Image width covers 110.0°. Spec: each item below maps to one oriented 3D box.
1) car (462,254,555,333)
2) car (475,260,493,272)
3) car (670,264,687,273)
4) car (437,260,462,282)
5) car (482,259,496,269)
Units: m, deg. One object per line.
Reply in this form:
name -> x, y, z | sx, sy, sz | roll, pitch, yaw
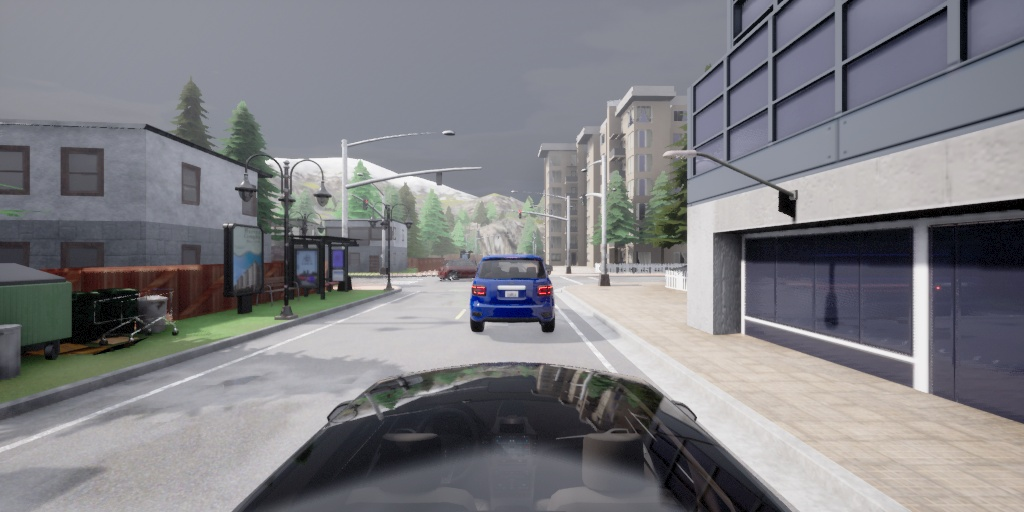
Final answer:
car -> 0.050, 0.971, 10.939 | 2.150, 2.045, 5.566 | 0, 0, 1
car -> -3.599, 1.297, 47.279 | 2.033, 1.411, 5.357 | 0, 0, 0
car -> 16.500, 1.270, 31.858 | 4.892, 1.490, 1.837 | 0, 0, -2
car -> -3.733, 1.096, 29.317 | 4.553, 1.767, 2.097 | 0, 0, -33
car -> -3.592, 1.227, 57.733 | 1.882, 1.535, 5.008 | 0, 0, 0
